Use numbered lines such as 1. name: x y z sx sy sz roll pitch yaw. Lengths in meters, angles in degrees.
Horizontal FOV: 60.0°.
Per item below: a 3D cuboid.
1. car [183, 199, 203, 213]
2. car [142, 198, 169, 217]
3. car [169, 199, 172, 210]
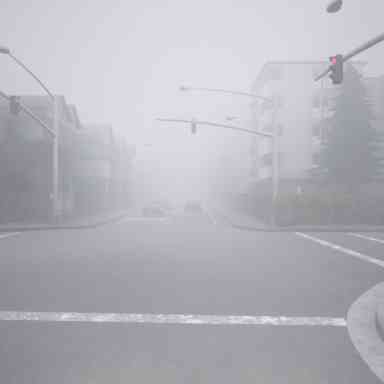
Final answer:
1. car: 0.087 1.525 37.623 1.812 1.442 4.674 0 0 0
2. car: -3.579 1.505 31.728 1.837 1.490 4.892 0 0 0
3. car: -3.573 1.505 41.822 1.837 1.490 4.892 0 0 1
